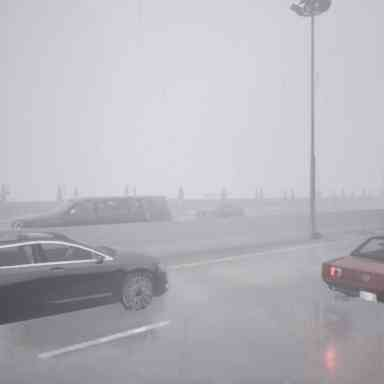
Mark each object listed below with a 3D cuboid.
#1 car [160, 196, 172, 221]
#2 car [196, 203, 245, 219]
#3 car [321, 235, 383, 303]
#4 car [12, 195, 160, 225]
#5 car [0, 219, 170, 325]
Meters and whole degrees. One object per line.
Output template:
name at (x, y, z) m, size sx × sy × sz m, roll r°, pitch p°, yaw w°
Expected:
car at (-3.740, 1.222, 18.522) m, size 5.566 × 2.045 × 2.150 m, roll 0°, pitch 0°, yaw -36°
car at (2.367, 1.566, 27.175) m, size 4.181 × 1.385 × 1.994 m, roll 0°, pitch 0°, yaw -35°
car at (5.009, 1.601, 7.320) m, size 4.718 × 1.301 × 1.895 m, roll 0°, pitch 0°, yaw -35°
car at (-4.408, 1.222, 13.747) m, size 5.566 × 2.045 × 2.150 m, roll 0°, pitch 0°, yaw -36°
car at (-2.725, 1.492, 6.102) m, size 4.902 × 1.511 × 2.128 m, roll 0°, pitch 0°, yaw -36°
